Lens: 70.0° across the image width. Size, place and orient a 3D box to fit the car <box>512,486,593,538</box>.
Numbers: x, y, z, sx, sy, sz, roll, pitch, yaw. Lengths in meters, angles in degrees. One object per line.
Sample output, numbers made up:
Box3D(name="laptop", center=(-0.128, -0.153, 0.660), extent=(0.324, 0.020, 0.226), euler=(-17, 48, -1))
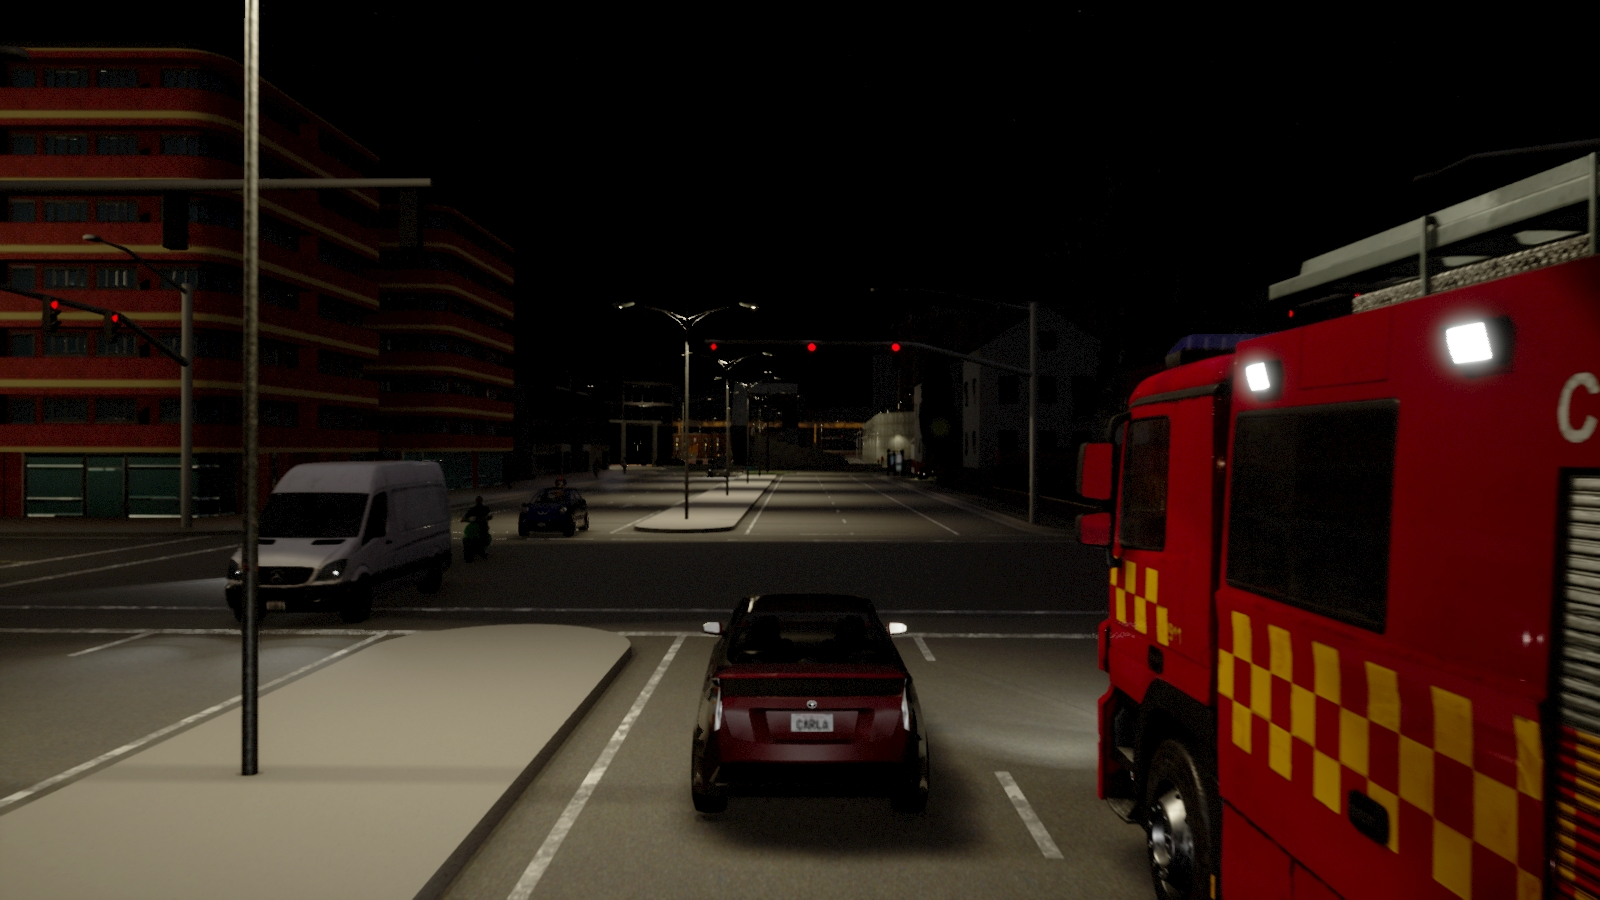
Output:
Box3D(name="car", center=(-8.017, 1.987, 37.272), extent=(1.845, 1.501, 3.633), euler=(0, 0, 0))

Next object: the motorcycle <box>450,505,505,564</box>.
Box3D(name="motorcycle", center=(-8.002, 2.084, 28.412), extent=(0.856, 1.341, 1.805), euler=(0, 0, 0))

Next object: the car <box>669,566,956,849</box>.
Box3D(name="car", center=(0.060, 2.033, 10.272), extent=(2.007, 1.525, 4.514), euler=(0, 0, -1))

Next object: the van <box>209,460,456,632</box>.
Box3D(name="van", center=(-8.016, 1.494, 20.364), extent=(1.988, 2.561, 5.915), euler=(0, 0, 0))
